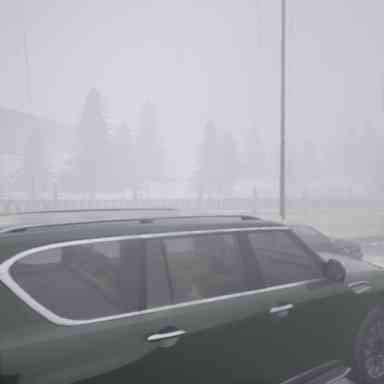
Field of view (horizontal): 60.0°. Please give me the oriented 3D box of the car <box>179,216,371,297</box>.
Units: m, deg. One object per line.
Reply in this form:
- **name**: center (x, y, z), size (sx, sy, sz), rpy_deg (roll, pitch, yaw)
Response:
- **car**: center (2.470, 1.534, 9.334), size (5.357, 1.411, 2.033), rpy_deg (0, 0, -31)

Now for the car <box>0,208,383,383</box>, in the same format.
- **car**: center (0.108, 1.211, 3.687), size (5.566, 2.045, 2.150), rpy_deg (0, 0, -34)
